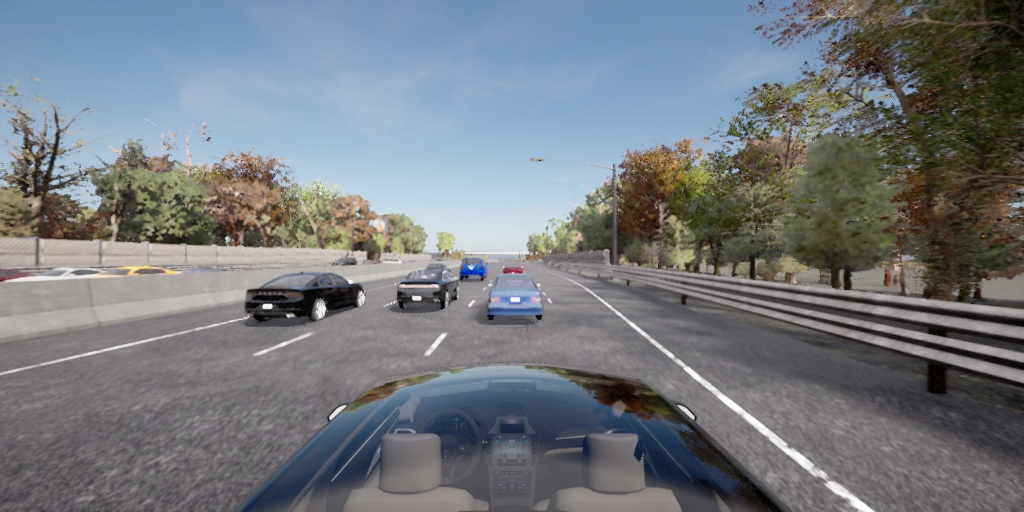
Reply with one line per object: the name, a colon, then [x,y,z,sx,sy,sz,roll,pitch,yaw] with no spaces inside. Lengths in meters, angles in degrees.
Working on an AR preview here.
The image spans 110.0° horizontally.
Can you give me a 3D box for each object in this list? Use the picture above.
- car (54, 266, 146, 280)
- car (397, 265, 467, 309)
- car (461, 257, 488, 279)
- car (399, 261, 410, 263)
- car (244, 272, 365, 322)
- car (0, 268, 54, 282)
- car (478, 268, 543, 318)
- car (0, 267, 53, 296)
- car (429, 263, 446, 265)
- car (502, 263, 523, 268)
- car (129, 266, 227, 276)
car: [-21.105,1.319,19.858,1.882,1.535,5.008,0,0,0]
car: [-3.404,1.308,15.254,2.128,1.511,4.902,0,0,0]
car: [-3.409,1.131,32.561,2.150,2.045,5.566,0,0,0]
car: [-17.539,1.656,62.454,1.994,1.385,4.181,0,0,1]
car: [-6.905,1.281,12.604,1.882,1.535,5.008,0,0,0]
car: [-24.606,1.367,19.837,1.812,1.442,4.674,0,0,0]
car: [0.097,1.353,13.142,2.033,1.411,5.357,0,0,0]
car: [-27.630,1.360,18.555,1.812,1.442,4.674,0,0,-2]
car: [-6.907,1.421,33.562,1.837,1.490,4.892,0,0,0]
car: [0.092,1.402,35.055,1.882,1.535,5.008,0,0,0]
car: [-17.605,1.390,20.216,2.033,1.411,5.357,0,0,0]
